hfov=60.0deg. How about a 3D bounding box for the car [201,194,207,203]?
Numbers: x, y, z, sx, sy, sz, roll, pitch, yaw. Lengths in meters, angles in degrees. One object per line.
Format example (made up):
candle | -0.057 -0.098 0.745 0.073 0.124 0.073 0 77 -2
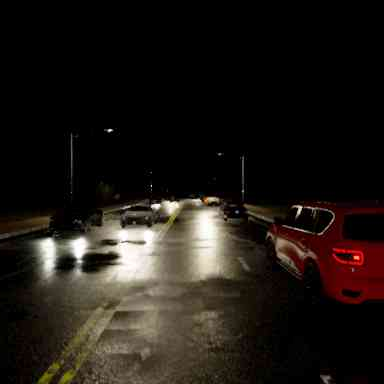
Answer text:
car | 3.198 1.303 61.348 2.097 1.767 4.553 0 0 0

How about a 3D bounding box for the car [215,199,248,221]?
car | 3.325 1.531 27.055 2.033 1.411 5.357 0 0 0

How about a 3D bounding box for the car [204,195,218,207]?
car | 3.207 1.563 50.408 1.895 1.301 4.718 0 0 0

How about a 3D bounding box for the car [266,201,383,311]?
car | 3.342 1.217 7.893 2.150 2.045 5.566 0 0 0

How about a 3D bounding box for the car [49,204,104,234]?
car | -6.617 1.466 19.495 1.882 1.535 5.008 0 0 0

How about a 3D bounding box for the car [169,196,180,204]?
car | -3.331 1.443 62.895 2.128 1.511 4.902 0 0 1

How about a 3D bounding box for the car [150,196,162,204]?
car | -6.591 1.444 61.114 2.128 1.511 4.902 0 0 1

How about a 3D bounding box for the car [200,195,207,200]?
car | 3.170 1.513 94.408 1.895 1.301 4.718 0 0 0

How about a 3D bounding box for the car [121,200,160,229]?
car | -3.368 1.513 21.761 1.812 1.442 4.674 0 0 0
